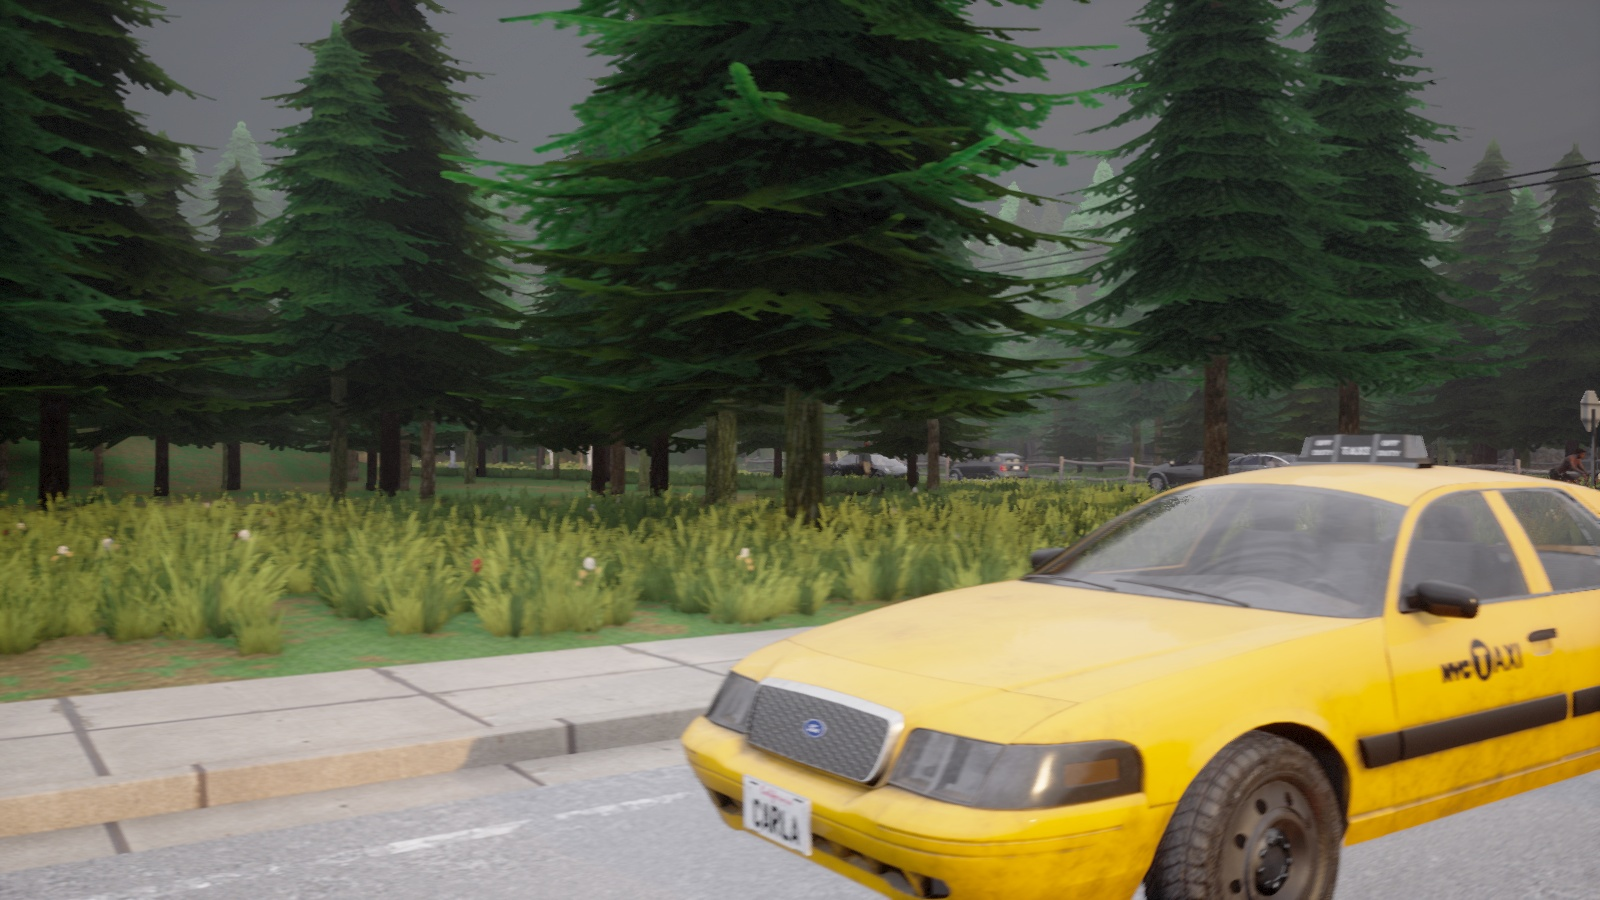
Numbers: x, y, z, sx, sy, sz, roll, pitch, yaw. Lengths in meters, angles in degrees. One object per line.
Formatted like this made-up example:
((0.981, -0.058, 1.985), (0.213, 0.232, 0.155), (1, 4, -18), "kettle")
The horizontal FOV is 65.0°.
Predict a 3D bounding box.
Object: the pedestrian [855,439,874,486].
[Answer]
((2.516, 0.495, 49.066), (0.370, 1.835, 0.726), (0, 0, -38), "pedestrian")

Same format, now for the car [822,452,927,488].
((3.240, 0.846, 55.261), (2.163, 1.488, 4.792), (0, 0, -34), "car")

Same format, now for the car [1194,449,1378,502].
((14.639, 0.729, 38.130), (2.128, 1.511, 4.902), (0, 0, -33), "car")

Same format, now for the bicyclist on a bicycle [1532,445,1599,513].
((19.125, 0.698, 31.065), (0.582, 1.620, 1.656), (0, 0, -32), "bicyclist on a bicycle")

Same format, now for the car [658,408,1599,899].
((2.219, 0.692, 5.204), (5.366, 1.575, 1.801), (0, 0, -35), "car")

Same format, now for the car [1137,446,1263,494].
((14.286, 0.692, 45.026), (1.851, 1.617, 3.988), (0, 0, -34), "car")

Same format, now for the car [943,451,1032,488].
((8.067, 0.813, 54.325), (1.789, 1.549, 3.705), (0, 0, -34), "car")
